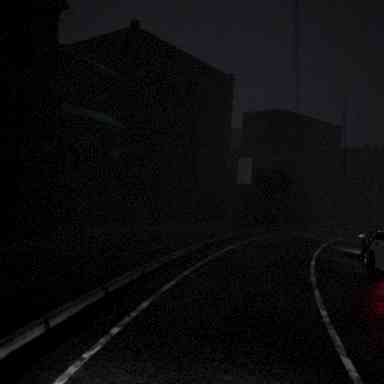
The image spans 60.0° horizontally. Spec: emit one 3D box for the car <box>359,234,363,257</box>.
[{"bbox_3d":[8.125,2.294,13.740,1.837,1.490,4.892,5,-1,24],"label":"car"}]

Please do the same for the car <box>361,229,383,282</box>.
[{"bbox_3d":[6.151,1.778,8.451,2.150,2.045,5.566,5,-1,17],"label":"car"}]
